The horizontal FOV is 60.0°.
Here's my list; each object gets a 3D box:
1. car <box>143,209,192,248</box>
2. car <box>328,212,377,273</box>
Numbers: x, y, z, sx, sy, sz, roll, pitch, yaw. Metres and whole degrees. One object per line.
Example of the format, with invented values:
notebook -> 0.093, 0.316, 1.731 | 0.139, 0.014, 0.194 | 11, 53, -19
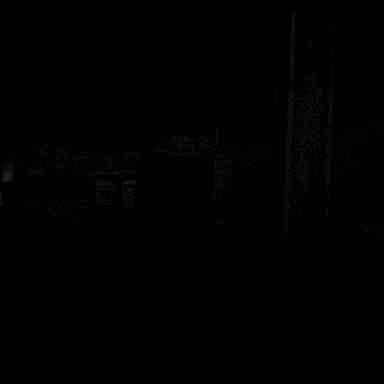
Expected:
car -> -1.164, 1.643, 16.080 | 2.242, 1.667, 4.611 | 2, 0, -4
car -> 4.760, 1.679, 12.104 | 1.905, 1.878, 3.866 | 2, 0, -4
